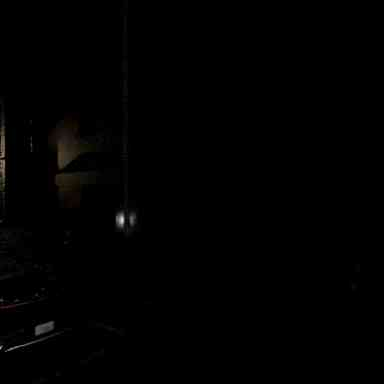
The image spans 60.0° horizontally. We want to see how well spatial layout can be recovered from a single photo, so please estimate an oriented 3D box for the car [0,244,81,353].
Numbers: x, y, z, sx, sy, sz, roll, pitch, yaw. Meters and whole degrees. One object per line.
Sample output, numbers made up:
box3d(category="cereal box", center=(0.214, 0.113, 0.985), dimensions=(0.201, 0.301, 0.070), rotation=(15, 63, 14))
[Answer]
box3d(category="car", center=(-3.702, 1.560, 5.672), dimensions=(4.403, 1.369, 2.008), rotation=(0, -1, 36))
